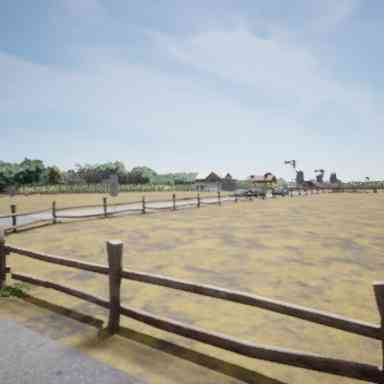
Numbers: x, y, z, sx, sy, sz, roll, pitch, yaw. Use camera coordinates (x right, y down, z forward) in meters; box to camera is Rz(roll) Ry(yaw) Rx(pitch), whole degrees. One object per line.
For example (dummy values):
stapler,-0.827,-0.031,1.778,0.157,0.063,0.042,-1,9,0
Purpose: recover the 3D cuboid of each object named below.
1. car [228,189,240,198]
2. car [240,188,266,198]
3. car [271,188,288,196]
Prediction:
car,7.846,0.200,53.660,2.033,1.411,5.357,0,1,36
car,9.882,0.124,51.622,1.882,1.535,5.008,0,1,36
car,15.836,-0.045,60.113,1.994,1.385,4.181,0,1,35
